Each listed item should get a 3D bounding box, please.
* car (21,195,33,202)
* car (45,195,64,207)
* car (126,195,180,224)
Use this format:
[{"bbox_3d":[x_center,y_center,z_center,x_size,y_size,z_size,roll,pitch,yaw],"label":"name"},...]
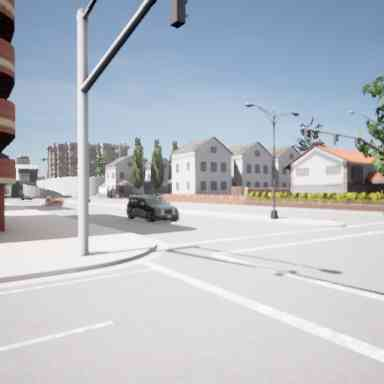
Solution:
[{"bbox_3d":[-36.838,1.414,74.055,1.994,1.385,4.181,0,0,-35],"label":"car"},{"bbox_3d":[-21.291,1.255,51.496,2.097,1.767,4.553,0,0,-35],"label":"car"},{"bbox_3d":[-3.117,1.282,25.138,2.150,2.045,5.566,0,1,-35],"label":"car"}]
